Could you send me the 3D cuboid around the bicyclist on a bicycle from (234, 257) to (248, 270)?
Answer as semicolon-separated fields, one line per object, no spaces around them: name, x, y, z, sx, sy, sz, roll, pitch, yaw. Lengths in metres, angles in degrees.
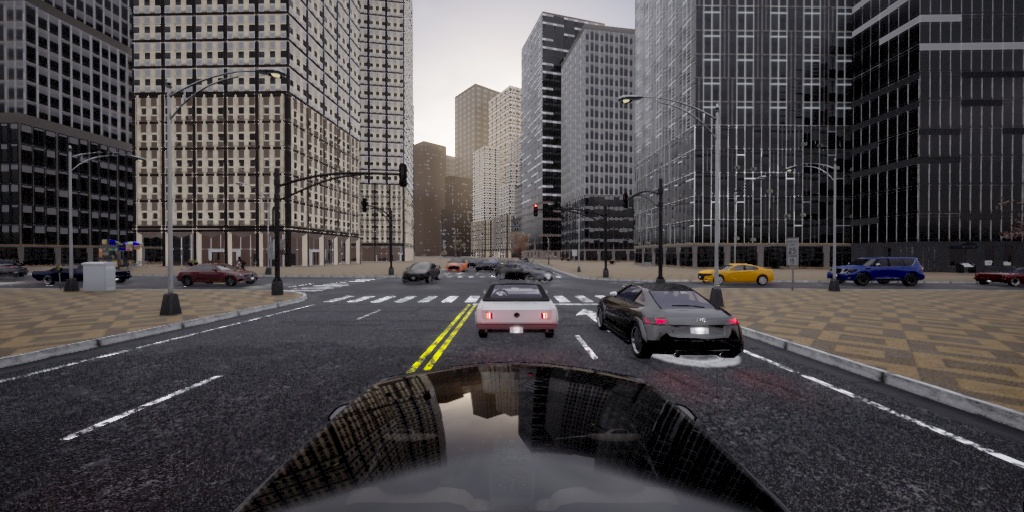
bicyclist on a bicycle;-24.691;0.871;32.619;0.582;1.620;1.656;0;1;1

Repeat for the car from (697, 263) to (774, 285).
car;16.323;1.285;26.321;5.008;1.535;1.882;0;0;1

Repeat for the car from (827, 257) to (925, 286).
car;26.386;1.075;26.100;5.566;2.045;2.150;0;0;2

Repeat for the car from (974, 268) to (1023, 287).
car;36.705;1.501;25.872;4.718;1.301;1.895;0;0;1

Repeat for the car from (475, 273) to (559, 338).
car;0.103;1.348;10.163;1.895;1.301;4.718;0;0;0

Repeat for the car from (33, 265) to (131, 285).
car;-28.584;1.226;23.986;4.718;1.301;1.895;0;0;1

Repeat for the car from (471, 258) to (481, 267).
car;-6.568;1.286;58.497;1.895;1.301;4.718;0;0;0

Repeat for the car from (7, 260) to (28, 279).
car;-40.339;1.034;27.479;4.902;1.511;2.128;0;0;1

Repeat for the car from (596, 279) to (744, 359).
car;3.358;1.312;8.449;1.994;1.385;4.181;0;0;0

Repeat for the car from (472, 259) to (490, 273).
car;-3.327;1.316;43.288;1.895;1.301;4.718;0;0;0

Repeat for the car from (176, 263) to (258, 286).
car;-19.474;1.193;23.752;4.674;1.442;1.812;0;0;1

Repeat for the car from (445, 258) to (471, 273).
car;-6.582;1.068;42.827;2.097;1.767;4.553;0;0;0

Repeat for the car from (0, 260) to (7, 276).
car;-37.840;1.107;24.219;4.674;1.442;1.812;0;0;2

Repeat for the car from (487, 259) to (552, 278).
car;0.786;1.227;26.597;4.902;1.511;2.128;1;1;45

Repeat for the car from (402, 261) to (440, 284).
car;-6.582;1.179;26.415;1.882;1.535;5.008;0;1;0
